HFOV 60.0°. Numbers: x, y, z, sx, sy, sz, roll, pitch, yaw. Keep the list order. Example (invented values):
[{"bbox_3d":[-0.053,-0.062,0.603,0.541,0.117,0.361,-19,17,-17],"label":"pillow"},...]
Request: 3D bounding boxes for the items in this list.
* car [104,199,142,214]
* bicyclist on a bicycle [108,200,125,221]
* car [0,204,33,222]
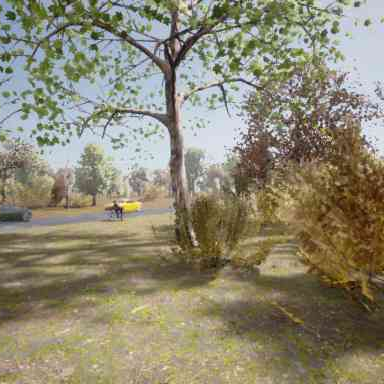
[{"bbox_3d":[-7.591,1.535,36.843,1.882,1.535,5.008,0,0,27],"label":"car"},{"bbox_3d":[-5.933,1.483,26.076,1.656,1.620,0.582,0,0,27],"label":"bicyclist on a bicycle"},{"bbox_3d":[-13.931,1.594,24.342,1.994,1.385,4.181,0,0,27],"label":"car"}]
